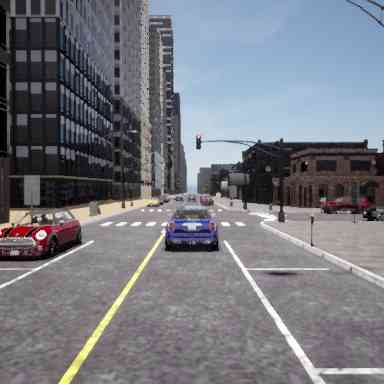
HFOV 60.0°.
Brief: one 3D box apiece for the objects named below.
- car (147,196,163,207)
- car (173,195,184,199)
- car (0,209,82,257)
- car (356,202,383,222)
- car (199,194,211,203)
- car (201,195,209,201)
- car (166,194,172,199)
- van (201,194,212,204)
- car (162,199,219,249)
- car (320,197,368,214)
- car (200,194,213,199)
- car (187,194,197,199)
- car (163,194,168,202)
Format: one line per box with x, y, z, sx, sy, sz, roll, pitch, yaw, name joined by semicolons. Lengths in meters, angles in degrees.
-5.839;1.512;50.444;1.752;1.417;4.829;-1;0;0;car
-2.999;1.531;78.871;1.994;1.385;4.181;0;0;0;car
-5.703;1.435;12.666;1.967;1.590;4.097;-1;0;0;car
16.418;1.793;27.538;4.313;1.339;1.947;1;0;1;car
2.675;1.299;67.491;2.192;1.841;5.009;-1;0;0;car
3.146;1.486;82.111;1.837;1.490;4.892;0;0;0;car
-5.668;1.550;67.546;1.947;1.339;4.313;-1;0;0;car
2.676;1.326;61.847;1.690;1.788;3.998;-1;0;0;van
0.000;1.361;14.622;2.097;1.767;4.553;0;0;0;car
16.527;1.411;35.914;5.009;1.841;2.192;1;0;1;car
2.677;1.426;56.203;1.967;1.590;4.097;-1;0;0;car
0.000;1.290;74.147;2.097;1.767;4.553;0;0;0;car
-5.668;1.552;56.257;1.947;1.339;4.313;-1;0;0;car
